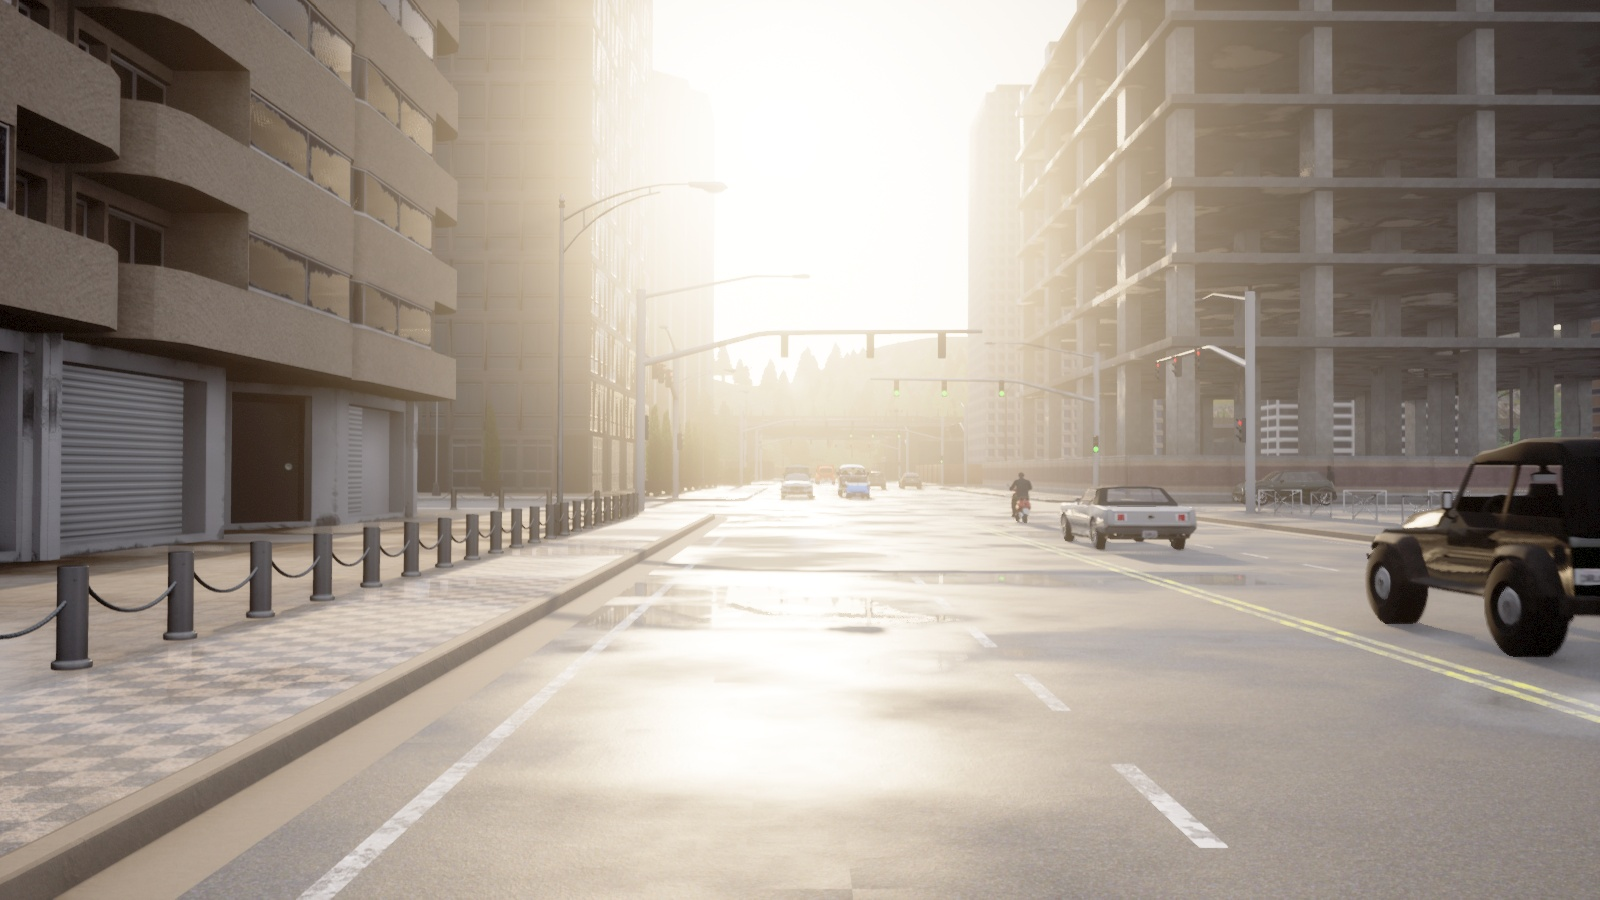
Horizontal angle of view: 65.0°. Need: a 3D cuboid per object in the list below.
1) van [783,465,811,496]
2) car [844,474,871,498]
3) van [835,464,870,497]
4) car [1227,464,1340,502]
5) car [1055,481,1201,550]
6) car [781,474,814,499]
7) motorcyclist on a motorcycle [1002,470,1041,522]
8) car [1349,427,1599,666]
[{"bbox_3d":[-0.176,1.973,81.760,1.775,1.987,4.442,0,-1,0],"label":"van"},{"bbox_3d":[3.344,2.111,73.021,1.481,1.376,2.207,0,-1,0],"label":"car"},{"bbox_3d":[3.327,1.904,80.251,2.069,2.038,4.480,0,-1,0],"label":"van"},{"bbox_3d":[22.935,1.552,59.686,4.553,1.767,2.097,0,-1,0],"label":"car"},{"bbox_3d":[6.943,1.354,27.127,1.895,1.301,4.718,0,-1,0],"label":"car"},{"bbox_3d":[-0.156,2.092,72.813,1.812,1.442,4.674,0,-1,0],"label":"car"},{"bbox_3d":[6.916,1.416,39.299,0.866,1.590,1.817,0,-1,0],"label":"motorcyclist on a motorcycle"},{"bbox_3d":[6.974,0.786,11.810,1.905,1.878,3.866,0,-1,0],"label":"car"}]
